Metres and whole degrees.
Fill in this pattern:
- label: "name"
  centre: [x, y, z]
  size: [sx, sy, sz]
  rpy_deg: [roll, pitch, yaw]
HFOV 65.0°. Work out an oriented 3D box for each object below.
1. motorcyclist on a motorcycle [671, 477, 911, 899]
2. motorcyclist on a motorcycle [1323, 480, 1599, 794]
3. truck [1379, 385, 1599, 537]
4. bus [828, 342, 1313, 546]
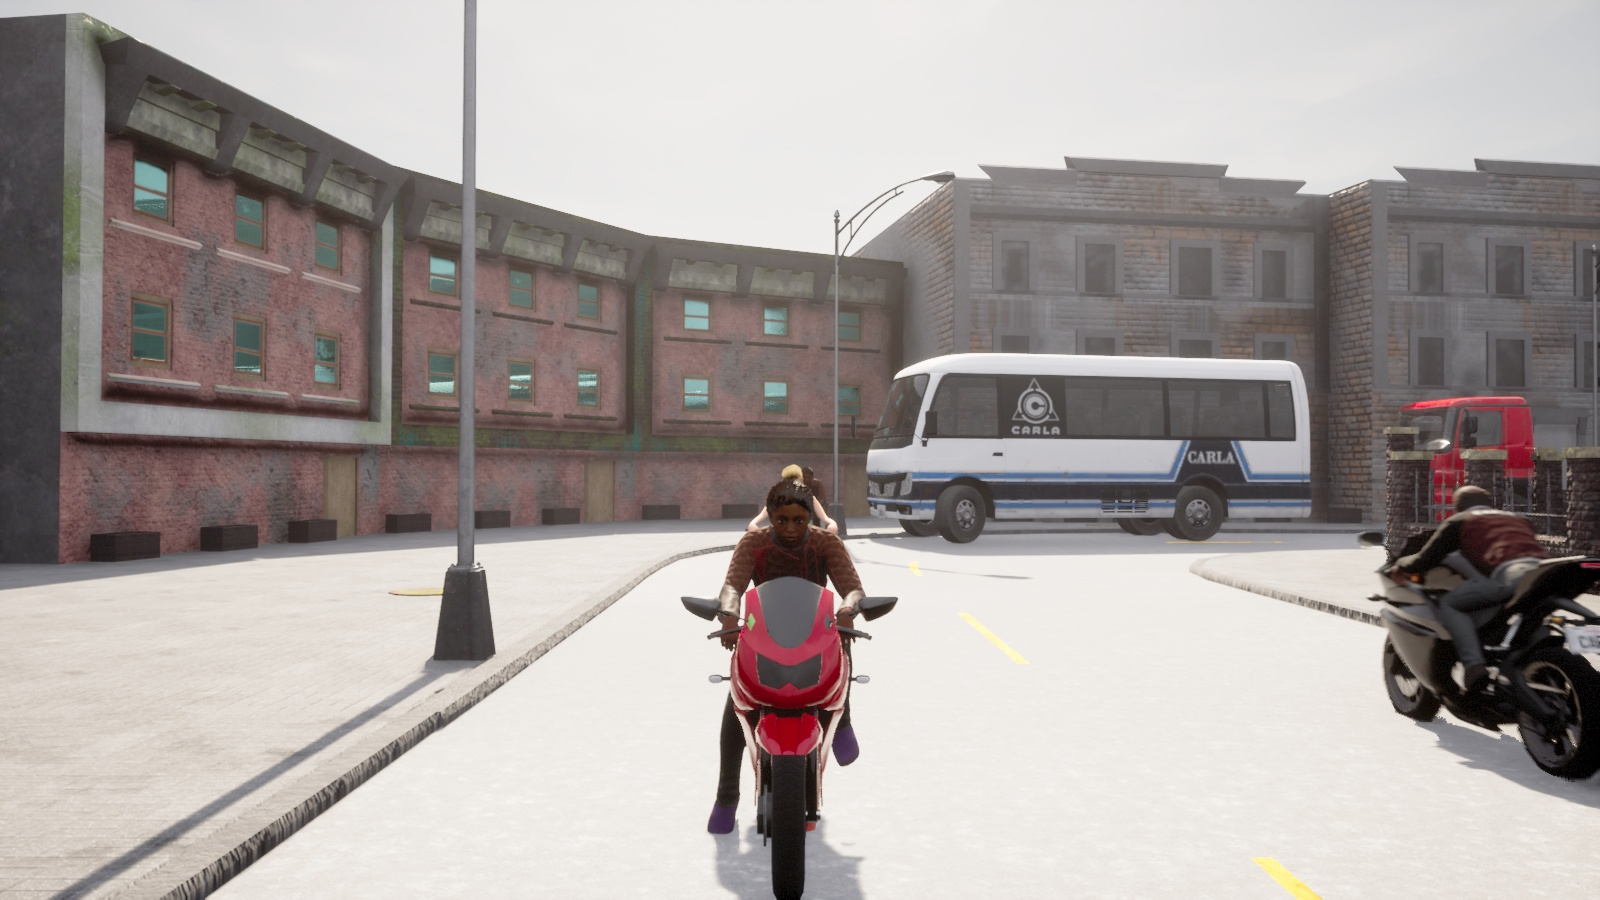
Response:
- label: "motorcyclist on a motorcycle"
  centre: [-0.037, 0.882, 5.219]
  size: [0.797, 1.523, 2.044]
  rpy_deg: [0, -1, 0]
- label: "motorcyclist on a motorcycle"
  centre: [3.952, 0.953, 7.329]
  size: [0.866, 1.530, 2.191]
  rpy_deg: [0, -1, 0]
- label: "truck"
  centre: [18.592, 0.253, 30.217]
  size: [7.936, 3.462, 2.891]
  rpy_deg: [0, -1, 0]
- label: "bus"
  centre: [6.133, -0.107, 29.201]
  size: [10.273, 4.253, 3.944]
  rpy_deg: [0, -1, -13]
